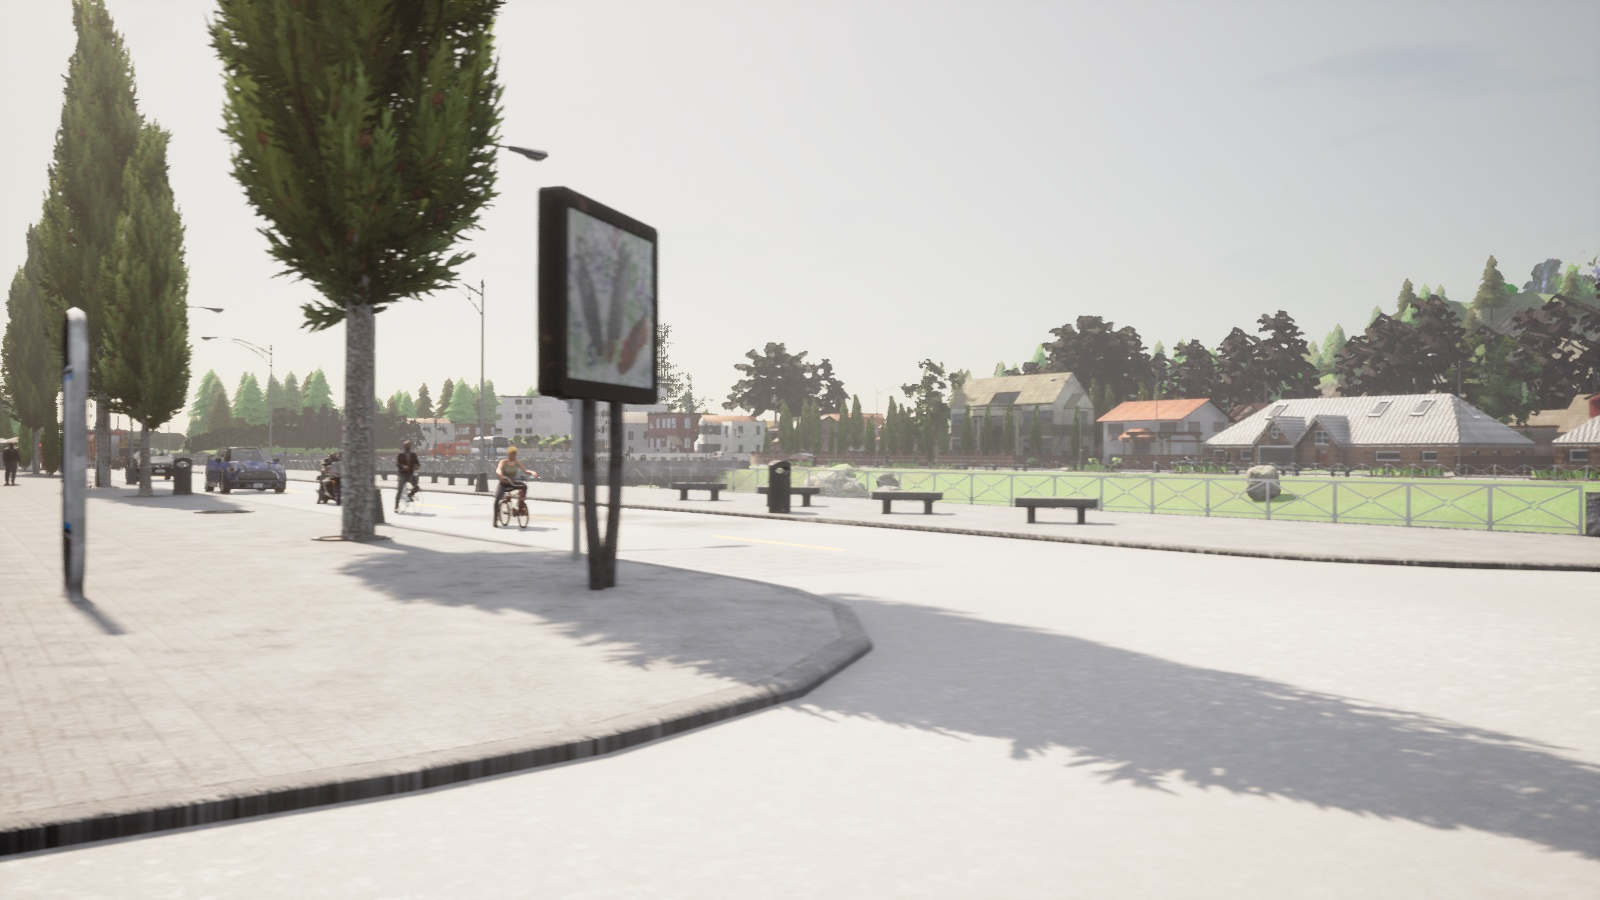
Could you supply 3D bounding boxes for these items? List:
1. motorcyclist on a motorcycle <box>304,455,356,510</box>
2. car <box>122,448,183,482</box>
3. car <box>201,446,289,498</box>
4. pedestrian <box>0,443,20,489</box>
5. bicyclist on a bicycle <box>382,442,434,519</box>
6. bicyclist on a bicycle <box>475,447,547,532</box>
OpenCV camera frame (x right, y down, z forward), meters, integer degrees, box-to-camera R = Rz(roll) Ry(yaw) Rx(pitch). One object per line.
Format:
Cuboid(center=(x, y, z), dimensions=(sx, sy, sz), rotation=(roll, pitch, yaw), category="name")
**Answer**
Cuboid(center=(-13.452, 0.895, 35.898), dimensions=(0.866, 1.530, 2.191), rotation=(0, 0, -35), category="motorcyclist on a motorcycle")
Cuboid(center=(-33.179, 0.751, 64.283), dimensions=(2.152, 1.651, 5.027), rotation=(0, 0, -35), category="car")
Cuboid(center=(-20.221, 0.757, 45.638), dimensions=(2.097, 1.767, 4.553), rotation=(0, 0, -35), category="car")
Cuboid(center=(-32.667, 0.650, 51.885), dimensions=(0.849, 1.883, 0.563), rotation=(0, 0, 44), category="pedestrian")
Cuboid(center=(-9.408, 0.708, 30.079), dimensions=(0.659, 1.776, 1.843), rotation=(0, 0, -35), category="bicyclist on a bicycle")
Cuboid(center=(-5.707, 0.753, 24.751), dimensions=(0.866, 1.612, 1.509), rotation=(0, 0, -35), category="bicyclist on a bicycle")
